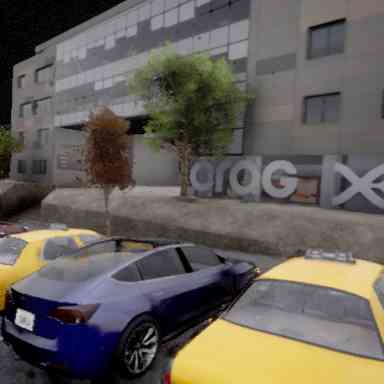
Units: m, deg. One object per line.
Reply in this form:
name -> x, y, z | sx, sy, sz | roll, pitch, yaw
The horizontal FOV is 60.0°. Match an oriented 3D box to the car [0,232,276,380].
car -> -0.553, 1.507, 5.714 | 2.163, 1.488, 4.792 | 0, 0, 36

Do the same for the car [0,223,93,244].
car -> -2.735, 1.473, 7.464 | 1.946, 1.575, 5.366 | 0, 0, 36
